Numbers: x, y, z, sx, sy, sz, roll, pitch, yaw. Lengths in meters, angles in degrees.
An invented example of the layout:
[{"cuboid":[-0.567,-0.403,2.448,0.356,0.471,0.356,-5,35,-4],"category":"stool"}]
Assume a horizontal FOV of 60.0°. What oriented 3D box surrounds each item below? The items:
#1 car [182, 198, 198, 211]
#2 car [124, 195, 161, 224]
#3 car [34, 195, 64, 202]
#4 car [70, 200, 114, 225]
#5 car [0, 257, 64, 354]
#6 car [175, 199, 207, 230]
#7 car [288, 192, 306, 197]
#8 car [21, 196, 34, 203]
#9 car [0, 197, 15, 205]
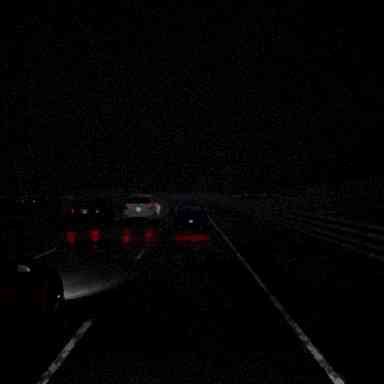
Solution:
[{"cuboid":[-0.247,1.524,41.621,1.994,1.385,4.181,0,0,0],"category":"car"},{"cuboid":[-3.614,1.205,24.907,2.150,2.045,5.566,0,0,-1],"category":"car"},{"cuboid":[-17.948,1.455,43.078,2.128,1.511,4.902,0,0,0],"category":"car"},{"cuboid":[-7.094,1.338,24.011,2.097,1.767,4.553,0,0,0],"category":"car"},{"cuboid":[-3.445,1.564,4.723,1.994,1.385,4.181,0,0,0],"category":"car"},{"cuboid":[-0.068,1.464,20.946,1.882,1.535,5.008,0,0,0],"category":"car"},{"cuboid":[21.604,0.451,68.392,1.812,1.442,4.674,0,-3,-15],"category":"car"},{"cuboid":[-21.461,1.313,45.385,2.097,1.767,4.553,0,0,0],"category":"car"},{"cuboid":[-24.946,1.443,42.982,1.882,1.535,5.008,0,0,0],"category":"car"}]
